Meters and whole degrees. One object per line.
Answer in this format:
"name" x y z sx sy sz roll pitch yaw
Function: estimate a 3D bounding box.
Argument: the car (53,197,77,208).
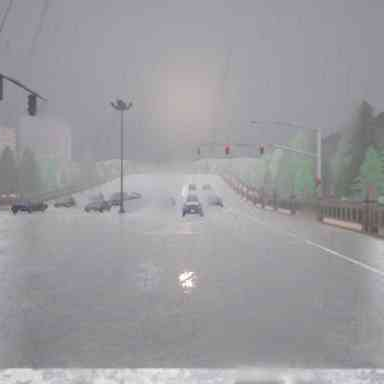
"car" -17.628 1.461 46.402 1.837 1.490 4.892 0 1 0

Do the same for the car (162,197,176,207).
"car" -3.449 1.391 50.392 2.033 1.411 5.357 0 2 0

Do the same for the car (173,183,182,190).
"car" -3.437 -1.298 78.738 1.837 1.490 4.892 0 7 0

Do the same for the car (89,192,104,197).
"car" -17.557 0.723 61.192 1.812 1.442 4.674 0 5 1

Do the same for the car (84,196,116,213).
"car" -10.628 1.550 37.975 2.033 1.411 5.357 0 0 0

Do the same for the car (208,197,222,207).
"car" 3.552 1.391 50.398 2.033 1.411 5.357 0 2 0

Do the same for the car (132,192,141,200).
"car" -10.570 0.746 61.357 1.994 1.385 4.181 0 5 1

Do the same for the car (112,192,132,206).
"car" -10.623 1.122 48.347 2.150 2.045 5.566 0 2 0

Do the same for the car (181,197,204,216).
"car" 0.054 1.532 32.169 1.812 1.442 4.674 0 0 0

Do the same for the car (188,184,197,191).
"car" 0.061 -1.206 78.312 2.033 1.411 5.357 0 7 0

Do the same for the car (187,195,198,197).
"car" 0.068 1.111 56.317 1.994 1.385 4.181 0 4 0

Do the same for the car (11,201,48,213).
"car" -17.668 1.609 36.333 1.895 1.301 4.718 0 0 1

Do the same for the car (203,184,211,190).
"car" 3.563 -1.207 78.748 1.895 1.301 4.718 0 7 0
